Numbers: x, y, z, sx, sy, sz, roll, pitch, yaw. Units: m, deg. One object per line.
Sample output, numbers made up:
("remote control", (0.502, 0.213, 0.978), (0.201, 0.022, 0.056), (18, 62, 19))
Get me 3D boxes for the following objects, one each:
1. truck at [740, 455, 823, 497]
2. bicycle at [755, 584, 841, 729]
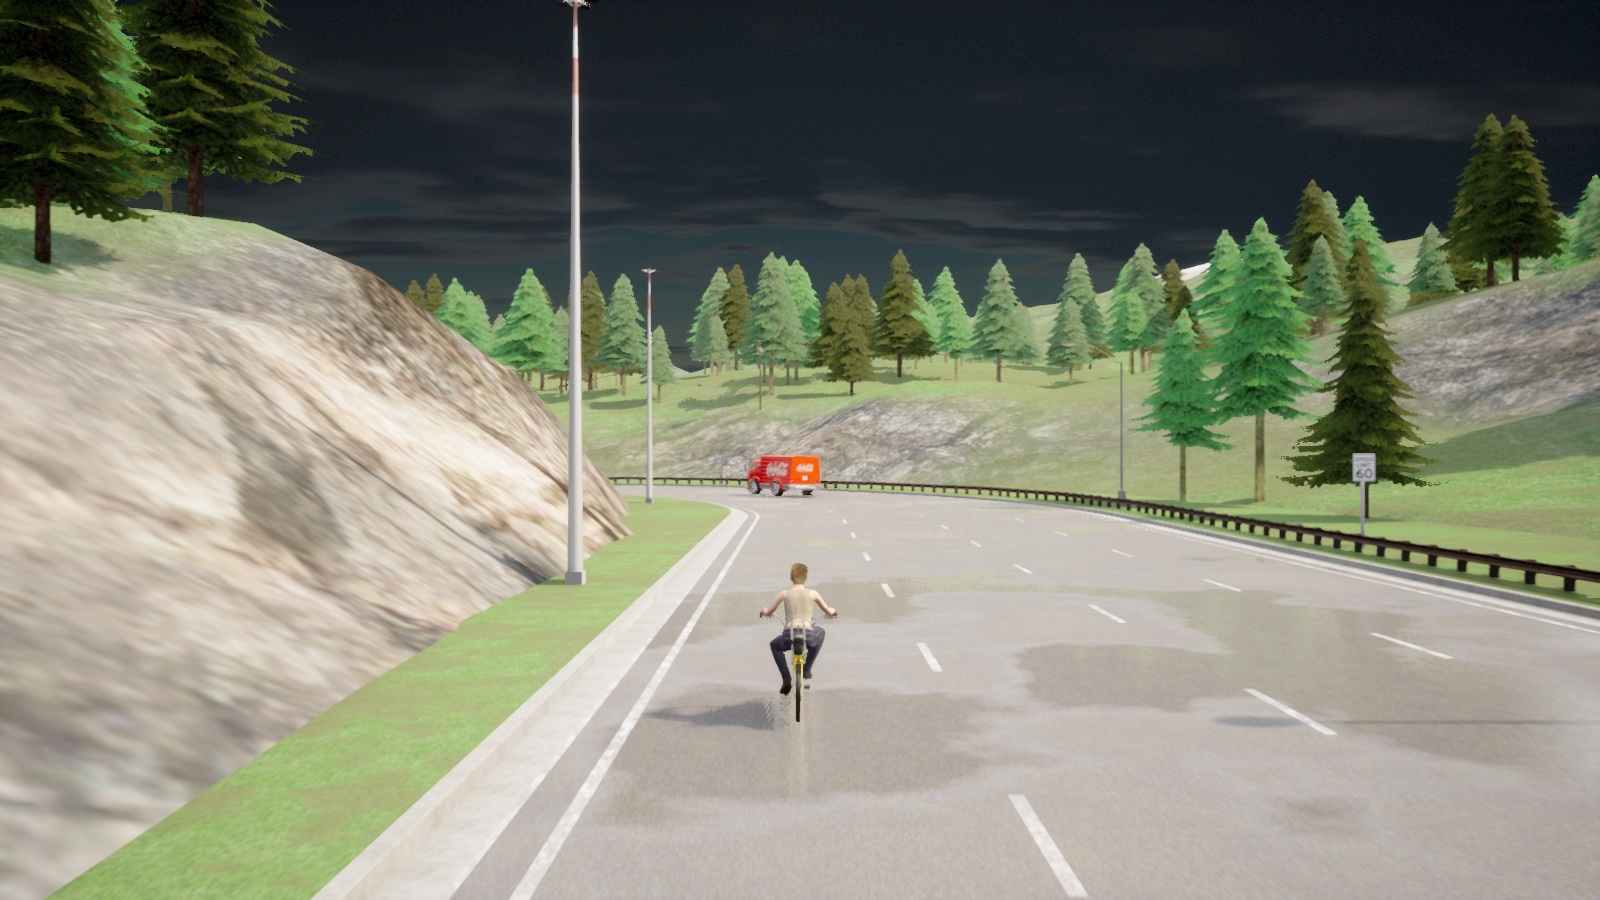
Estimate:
("truck", (-1.169, 1.568, 70.411), (2.627, 2.467, 5.204), (1, 0, -35))
("bicycle", (-0.015, 2.158, 12.211), (0.859, 1.276, 1.487), (0, 0, 0))
